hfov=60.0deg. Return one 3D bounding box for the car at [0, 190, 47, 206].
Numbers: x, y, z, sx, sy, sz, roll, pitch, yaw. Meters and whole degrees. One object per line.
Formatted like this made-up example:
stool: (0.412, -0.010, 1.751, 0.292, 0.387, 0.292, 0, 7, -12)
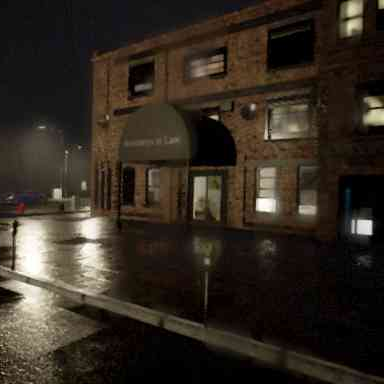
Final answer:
car: (-18.929, 0.554, 37.613, 2.097, 1.767, 4.553, 2, 2, 35)
